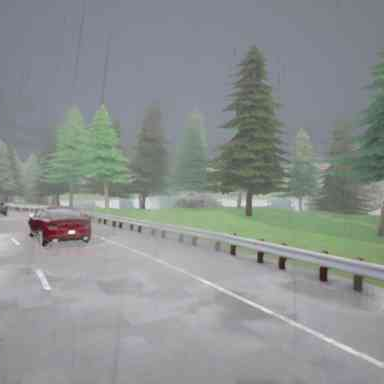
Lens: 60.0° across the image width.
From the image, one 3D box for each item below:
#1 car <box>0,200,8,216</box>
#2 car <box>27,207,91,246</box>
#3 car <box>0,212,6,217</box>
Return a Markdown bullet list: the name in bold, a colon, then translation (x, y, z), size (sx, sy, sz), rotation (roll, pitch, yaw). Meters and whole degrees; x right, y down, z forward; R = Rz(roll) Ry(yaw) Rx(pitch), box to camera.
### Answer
- **car**: translation (-17.074, 1.289, 27.976), size (4.902, 1.511, 2.128), rotation (1, 0, 44)
- **car**: translation (-6.118, 1.398, 15.067), size (1.882, 1.535, 5.008), rotation (0, 0, -35)
- **car**: translation (-7.197, 1.466, 10.486), size (2.033, 1.411, 5.357), rotation (0, 0, -34)
